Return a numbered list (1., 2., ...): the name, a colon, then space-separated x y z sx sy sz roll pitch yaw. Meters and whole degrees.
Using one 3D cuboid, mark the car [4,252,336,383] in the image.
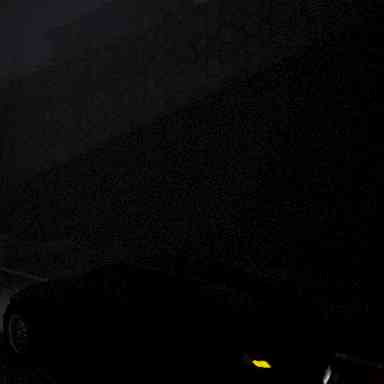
1. car: -0.626 1.562 4.440 4.674 1.442 1.812 -1 -1 35
